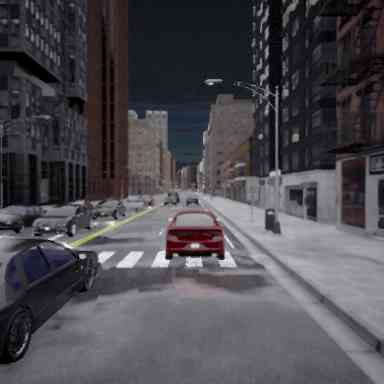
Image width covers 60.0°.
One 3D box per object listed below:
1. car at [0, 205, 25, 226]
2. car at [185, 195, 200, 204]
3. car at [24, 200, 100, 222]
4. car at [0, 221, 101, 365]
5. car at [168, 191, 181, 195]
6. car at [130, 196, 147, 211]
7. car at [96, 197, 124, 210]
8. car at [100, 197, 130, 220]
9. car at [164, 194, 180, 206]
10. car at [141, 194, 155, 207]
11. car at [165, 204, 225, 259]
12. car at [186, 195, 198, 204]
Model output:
[{"bbox_3d":[-9.852,1.452,19.148,2.033,1.411,5.357,0,0,0],"label":"car"},{"bbox_3d":[0.095,1.260,48.618,1.837,1.490,4.892,0,0,0],"label":"car"},{"bbox_3d":[-6.601,1.417,17.571,1.837,1.490,4.892,0,0,0],"label":"car"},{"bbox_3d":[-3.149,1.518,5.710,2.033,1.411,5.357,0,0,0],"label":"car"},{"bbox_3d":[-3.252,0.920,59.835,2.150,2.045,5.566,0,0,0],"label":"car"},{"bbox_3d":[-6.593,1.416,37.014,1.895,1.301,4.718,0,0,0],"label":"car"},{"bbox_3d":[-9.834,1.347,40.223,2.033,1.411,5.357,0,0,0],"label":"car"},{"bbox_3d":[-6.601,1.370,26.985,1.837,1.490,4.892,0,0,0],"label":"car"},{"bbox_3d":[-3.156,1.351,49.765,1.895,1.301,4.718,0,0,0],"label":"car"},{"bbox_3d":[-6.552,1.116,47.173,2.097,1.767,4.553,0,0,0],"label":"car"},{"bbox_3d":[0.097,1.414,12.300,1.882,1.535,5.008,0,1,0],"label":"car"},{"bbox_3d":[-0.006,1.250,58.997,2.033,1.411,5.357,0,0,0],"label":"car"}]
